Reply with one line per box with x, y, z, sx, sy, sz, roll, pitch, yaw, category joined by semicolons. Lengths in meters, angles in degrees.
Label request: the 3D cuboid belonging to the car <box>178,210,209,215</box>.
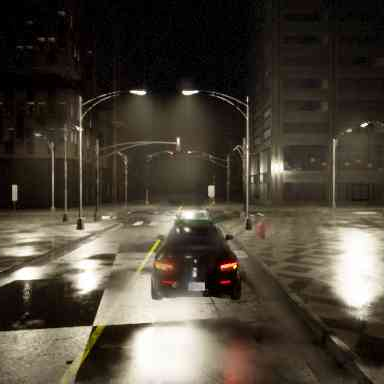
0.071;1.593;17.260;1.895;1.301;4.718;0;0;0;car

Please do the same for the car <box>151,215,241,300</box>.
0.083;1.523;8.236;1.812;1.442;4.674;0;0;0;car
